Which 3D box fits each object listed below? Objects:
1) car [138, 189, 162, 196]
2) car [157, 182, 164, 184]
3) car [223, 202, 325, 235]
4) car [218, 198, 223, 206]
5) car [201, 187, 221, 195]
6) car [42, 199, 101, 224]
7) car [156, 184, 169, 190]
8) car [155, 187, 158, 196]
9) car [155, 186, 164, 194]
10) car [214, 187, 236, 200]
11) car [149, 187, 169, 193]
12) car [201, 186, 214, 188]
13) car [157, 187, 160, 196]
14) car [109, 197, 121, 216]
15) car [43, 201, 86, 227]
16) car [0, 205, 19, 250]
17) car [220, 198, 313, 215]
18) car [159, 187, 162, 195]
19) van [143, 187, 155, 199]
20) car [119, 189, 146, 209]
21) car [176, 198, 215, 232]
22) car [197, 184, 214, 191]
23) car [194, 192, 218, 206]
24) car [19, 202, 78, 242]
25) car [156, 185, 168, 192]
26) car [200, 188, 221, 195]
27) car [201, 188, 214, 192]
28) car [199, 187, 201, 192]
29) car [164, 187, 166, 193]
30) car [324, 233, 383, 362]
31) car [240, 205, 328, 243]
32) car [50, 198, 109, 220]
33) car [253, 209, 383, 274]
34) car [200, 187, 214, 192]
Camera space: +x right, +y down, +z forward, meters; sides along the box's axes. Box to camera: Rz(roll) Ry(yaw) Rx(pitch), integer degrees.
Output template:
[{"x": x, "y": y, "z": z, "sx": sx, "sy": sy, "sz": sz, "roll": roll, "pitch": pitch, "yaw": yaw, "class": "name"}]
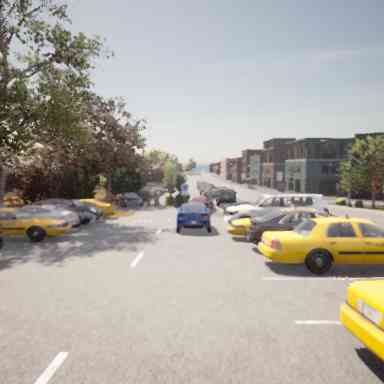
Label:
[{"x": -8.832, "y": 0.139, "z": 69.935, "sx": 4.792, "sy": 1.488, "sz": 2.163, "roll": 0, "pitch": 1, "yaw": 0, "class": "car"}, {"x": -8.893, "y": -1.057, "z": 92.214, "sx": 5.566, "sy": 2.045, "sz": 2.435, "roll": 0, "pitch": 3, "yaw": 0, "class": "car"}, {"x": 4.339, "y": 1.383, "z": 15.275, "sx": 5.366, "sy": 1.575, "sz": 1.946, "roll": 0, "pitch": 0, "yaw": 0, "class": "car"}, {"x": 4.545, "y": 1.373, "z": 23.604, "sx": 4.792, "sy": 1.488, "sz": 2.163, "roll": 0, "pitch": 0, "yaw": 0, "class": "car"}, {"x": 4.249, "y": -0.200, "z": 75.692, "sx": 4.553, "sy": 1.767, "sz": 2.185, "roll": 0, "pitch": 2, "yaw": 0, "class": "car"}, {"x": -8.531, "y": 1.388, "z": 20.821, "sx": 4.792, "sy": 1.488, "sz": 2.163, "roll": 0, "pitch": 0, "yaw": 0, "class": "car"}, {"x": -8.679, "y": -0.529, "z": 86.656, "sx": 5.366, "sy": 1.575, "sz": 1.946, "roll": 0, "pitch": 3, "yaw": 0, "class": "car"}, {"x": -8.861, "y": 0.376, "z": 58.782, "sx": 4.674, "sy": 1.452, "sz": 2.002, "roll": 0, "pitch": 1, "yaw": 0, "class": "car"}, {"x": -9.046, "y": 0.175, "z": 67.279, "sx": 5.366, "sy": 1.575, "sz": 1.946, "roll": 0, "pitch": 1, "yaw": 0, "class": "car"}, {"x": 4.063, "y": 0.540, "z": 39.671, "sx": 2.150, "sy": 2.045, "sz": 5.566, "roll": 1, "pitch": 3, "yaw": 5, "class": "car"}, {"x": -8.870, "y": -0.662, "z": 89.442, "sx": 5.008, "sy": 1.535, "sz": 2.097, "roll": 0, "pitch": 3, "yaw": 0, "class": "car"}, {"x": 4.190, "y": 0.207, "z": 58.976, "sx": 4.553, "sy": 1.767, "sz": 2.185, "roll": 0, "pitch": 1, "yaw": 0, "class": "car"}, {"x": -8.888, "y": 0.321, "z": 61.693, "sx": 4.792, "sy": 1.488, "sz": 2.163, "roll": 0, "pitch": 1, "yaw": 0, "class": "car"}, {"x": -8.561, "y": 1.330, "z": 26.238, "sx": 5.008, "sy": 1.535, "sz": 2.097, "roll": 0, "pitch": 0, "yaw": 0, "class": "car"}, {"x": -8.555, "y": 1.413, "z": 18.051, "sx": 4.674, "sy": 1.452, "sz": 2.002, "roll": 0, "pitch": 0, "yaw": 0, "class": "car"}, {"x": -8.578, "y": 1.164, "z": 9.740, "sx": 5.566, "sy": 2.045, "sz": 2.435, "roll": 0, "pitch": 0, "yaw": 0, "class": "car"}, {"x": 4.514, "y": 1.357, "z": 20.828, "sx": 5.008, "sy": 1.535, "sz": 2.097, "roll": 0, "pitch": 0, "yaw": 0, "class": "car"}, {"x": -9.045, "y": 0.236, "z": 64.484, "sx": 5.366, "sy": 1.575, "sz": 1.946, "roll": 0, "pitch": 1, "yaw": 0, "class": "car"}, {"x": -8.731, "y": 0.181, "z": 53.320, "sx": 4.442, "sy": 1.987, "sz": 1.878, "roll": 1, "pitch": 1, "yaw": 0, "class": "van"}, {"x": -7.001, "y": 0.823, "z": 37.455, "sx": 2.097, "sy": 1.767, "sz": 4.553, "roll": -2, "pitch": 3, "yaw": -22, "class": "car"}, {"x": 0.081, "y": 1.364, "z": 19.256, "sx": 1.882, "sy": 1.535, "sz": 5.008, "roll": 0, "pitch": 0, "yaw": 0, "class": "car"}, {"x": 4.192, "y": -0.013, "z": 64.545, "sx": 5.566, "sy": 2.045, "sz": 2.435, "roll": 0, "pitch": 1, "yaw": 0, "class": "car"}, {"x": 0.926, "y": 1.162, "z": 33.081, "sx": 1.882, "sy": 1.535, "sz": 5.008, "roll": 1, "pitch": 3, "yaw": 14, "class": "car"}, {"x": -8.370, "y": 1.384, "z": 15.281, "sx": 5.366, "sy": 1.575, "sz": 1.946, "roll": 0, "pitch": 0, "yaw": 0, "class": "car"}, {"x": -8.856, "y": -0.173, "z": 78.429, "sx": 4.892, "sy": 1.521, "sz": 2.231, "roll": 0, "pitch": 2, "yaw": 0, "class": "car"}, {"x": 4.247, "y": -0.147, "z": 78.484, "sx": 4.792, "sy": 1.488, "sz": 2.163, "roll": 0, "pitch": 2, "yaw": 0, "class": "car"}, {"x": 4.251, "y": 0.433, "z": 53.409, "sx": 4.792, "sy": 1.488, "sz": 2.163, "roll": 0, "pitch": 1, "yaw": 0, "class": "car"}, {"x": 4.226, "y": 0.290, "z": 61.757, "sx": 5.008, "sy": 1.535, "sz": 2.097, "roll": 0, "pitch": 1, "yaw": 0, "class": "car"}, {"x": -8.856, "y": 0.025, "z": 72.724, "sx": 5.008, "sy": 1.535, "sz": 2.097, "roll": 0, "pitch": 2, "yaw": 0, "class": "car"}, {"x": 4.721, "y": 1.444, "z": 4.050, "sx": 5.366, "sy": 1.575, "sz": 1.946, "roll": 0, "pitch": 0, "yaw": 0, "class": "car"}, {"x": 4.521, "y": 1.402, "z": 12.499, "sx": 4.892, "sy": 1.521, "sz": 2.231, "roll": 0, "pitch": 0, "yaw": 0, "class": "car"}, {"x": -8.595, "y": 1.219, "z": 23.466, "sx": 4.553, "sy": 1.767, "sz": 2.185, "roll": 0, "pitch": 0, "yaw": 0, "class": "car"}, {"x": 4.716, "y": 1.412, "z": 9.724, "sx": 5.366, "sy": 1.575, "sz": 1.946, "roll": 0, "pitch": 0, "yaw": 0, "class": "car"}, {"x": 4.192, "y": 0.398, "z": 56.192, "sx": 4.792, "sy": 1.488, "sz": 2.163, "roll": 0, "pitch": 1, "yaw": 0, "class": "car"}]
